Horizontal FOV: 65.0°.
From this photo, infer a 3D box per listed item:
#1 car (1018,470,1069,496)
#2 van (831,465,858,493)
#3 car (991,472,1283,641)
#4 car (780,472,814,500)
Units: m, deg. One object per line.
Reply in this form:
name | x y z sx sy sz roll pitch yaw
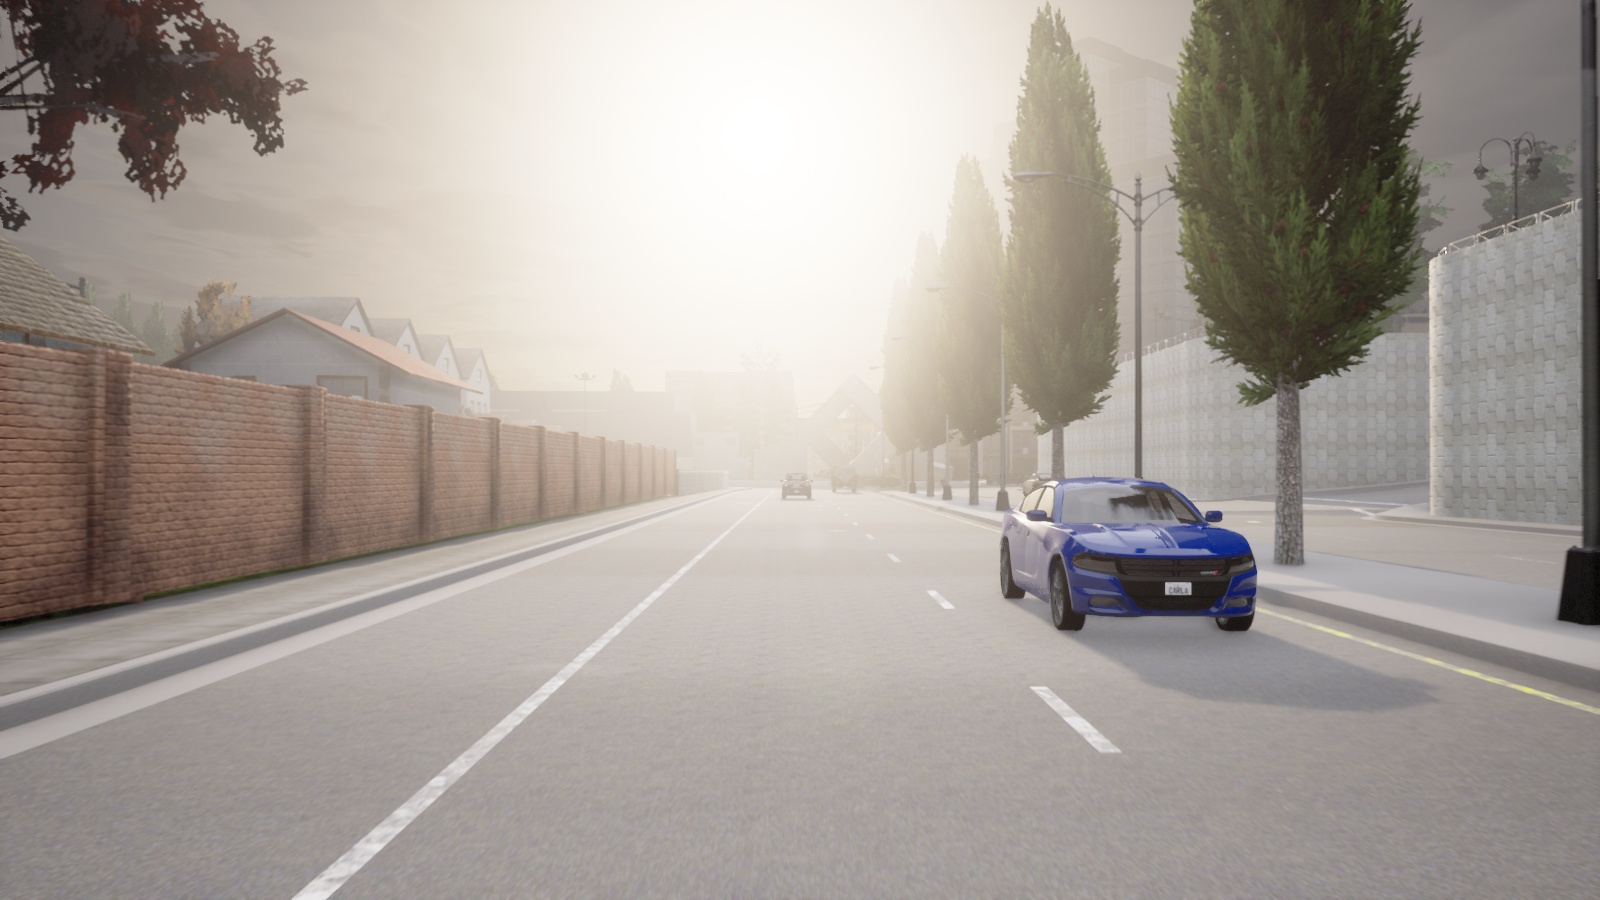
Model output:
car | 14.811 1.994 76.589 2.128 1.511 4.902 0 -1 0
van | 3.268 2.105 92.646 1.775 1.987 4.442 0 -1 0
car | 3.466 1.013 13.999 1.882 1.535 5.008 0 -1 0
car | -0.170 2.009 70.445 1.845 1.501 3.633 0 -1 0
